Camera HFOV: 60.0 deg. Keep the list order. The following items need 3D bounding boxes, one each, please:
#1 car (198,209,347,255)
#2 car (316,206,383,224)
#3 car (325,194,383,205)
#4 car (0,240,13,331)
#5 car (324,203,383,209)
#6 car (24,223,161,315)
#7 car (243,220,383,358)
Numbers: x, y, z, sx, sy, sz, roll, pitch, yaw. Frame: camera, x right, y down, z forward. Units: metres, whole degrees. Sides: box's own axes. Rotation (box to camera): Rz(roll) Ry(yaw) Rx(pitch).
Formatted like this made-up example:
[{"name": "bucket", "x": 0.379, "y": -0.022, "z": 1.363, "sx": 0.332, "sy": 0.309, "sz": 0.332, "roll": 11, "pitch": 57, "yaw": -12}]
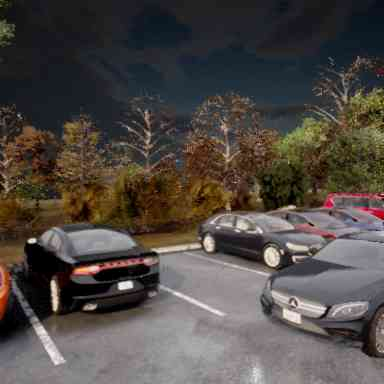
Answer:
[{"name": "car", "x": 2.132, "y": 1.420, "z": 11.104, "sx": 2.231, "sy": 1.521, "sz": 4.892, "roll": 0, "pitch": 0, "yaw": -35}, {"name": "car", "x": 4.355, "y": 1.430, "z": 12.635, "sx": 2.163, "sy": 1.488, "sz": 4.792, "roll": 0, "pitch": 0, "yaw": -35}, {"name": "car", "x": 8.960, "y": 1.109, "z": 15.901, "sx": 2.435, "sy": 2.045, "sz": 5.566, "roll": 0, "pitch": 0, "yaw": -35}, {"name": "car", "x": -4.757, "y": 1.352, "z": 6.174, "sx": 2.185, "sy": 1.767, "sz": 4.553, "roll": 0, "pitch": 0, "yaw": -35}, {"name": "car", "x": 6.659, "y": 1.410, "z": 14.269, "sx": 2.163, "sy": 1.488, "sz": 4.792, "roll": 0, "pitch": 0, "yaw": -35}, {"name": "car", "x": -2.570, "y": 1.459, "z": 7.757, "sx": 2.097, "sy": 1.535, "sz": 5.008, "roll": -1, "pitch": 0, "yaw": -35}, {"name": "car", "x": 3.317, "y": 1.481, "z": 6.038, "sx": 4.674, "sy": 1.442, "sz": 1.812, "roll": 0, "pitch": 0, "yaw": -35}]
